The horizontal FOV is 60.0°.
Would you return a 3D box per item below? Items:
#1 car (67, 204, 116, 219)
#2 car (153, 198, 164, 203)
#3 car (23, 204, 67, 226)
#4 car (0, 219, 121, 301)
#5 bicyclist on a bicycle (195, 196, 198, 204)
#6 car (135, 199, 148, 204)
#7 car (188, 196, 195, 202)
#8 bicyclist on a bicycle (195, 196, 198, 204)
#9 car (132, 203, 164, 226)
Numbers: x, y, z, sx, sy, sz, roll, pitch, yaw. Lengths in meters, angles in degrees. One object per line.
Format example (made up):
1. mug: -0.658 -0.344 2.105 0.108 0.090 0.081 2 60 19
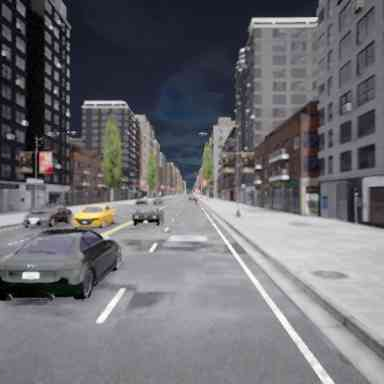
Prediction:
1. car: -6.598 1.622 22.953 1.882 1.535 5.008 0 0 0
2. car: -6.505 1.856 64.293 1.837 1.490 4.892 0 0 0
3. car: -9.847 1.637 23.109 2.128 1.511 4.902 0 0 0
4. car: -3.153 1.619 8.522 1.994 1.385 4.181 0 0 0
5. bicyclist on a bicycle: 0.898 1.777 73.800 0.659 1.776 1.843 0 0 0
6. car: -9.750 1.957 64.602 1.895 1.301 4.718 0 0 0
7. car: 0.005 1.816 92.107 2.097 1.767 4.553 0 0 0
8. bicyclist on a bicycle: 0.898 1.817 64.804 0.582 1.620 1.656 0 -1 0
9. car: -3.150 1.756 24.889 1.895 1.301 4.718 0 0 0
